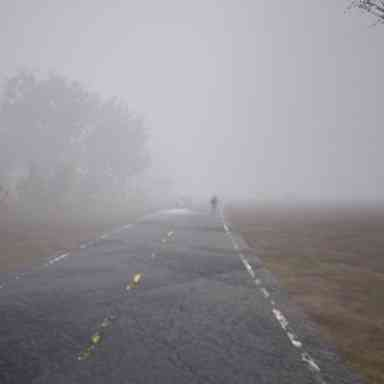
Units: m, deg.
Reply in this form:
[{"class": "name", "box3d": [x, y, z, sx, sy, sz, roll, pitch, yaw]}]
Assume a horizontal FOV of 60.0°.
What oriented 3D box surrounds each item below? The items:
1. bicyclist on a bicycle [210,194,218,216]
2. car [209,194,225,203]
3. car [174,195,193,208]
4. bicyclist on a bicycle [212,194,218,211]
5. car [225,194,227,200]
[{"class": "bicyclist on a bicycle", "box3d": [1.780, 1.168, 26.901, 0.659, 1.776, 1.843, 0, 1, 4]}, {"class": "car", "box3d": [3.989, 1.151, 56.079, 1.994, 1.385, 4.181, 0, 0, 7]}, {"class": "car", "box3d": [-0.989, 1.183, 40.989, 2.128, 1.511, 4.902, 0, 0, 6]}, {"class": "bicyclist on a bicycle", "box3d": [2.486, 1.101, 36.082, 0.659, 1.776, 1.843, 0, 1, 5]}, {"class": "car", "box3d": [6.554, 1.020, 73.414, 1.994, 1.385, 4.181, 0, 0, 10]}]
